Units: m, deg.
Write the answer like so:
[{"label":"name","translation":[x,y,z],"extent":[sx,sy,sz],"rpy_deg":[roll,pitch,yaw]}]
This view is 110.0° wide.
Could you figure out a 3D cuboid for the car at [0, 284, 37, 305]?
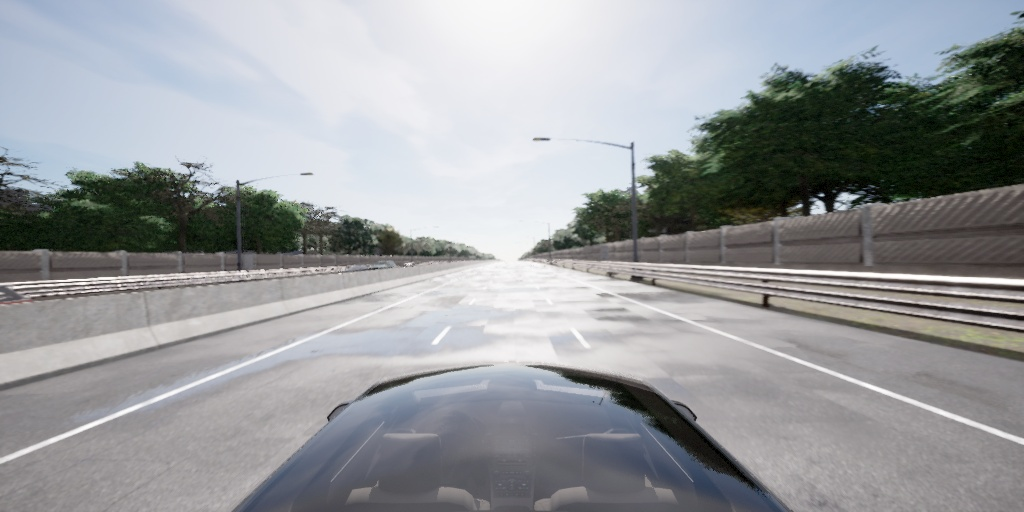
[{"label":"car","translation":[-14.212,1.511,8.134],"extent":[2.097,1.767,4.553],"rpy_deg":[-2,0,0]}]

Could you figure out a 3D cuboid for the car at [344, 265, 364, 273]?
[{"label":"car","translation":[-21.097,2.003,49.046],"extent":[1.882,1.535,5.008],"rpy_deg":[-2,0,1]}]

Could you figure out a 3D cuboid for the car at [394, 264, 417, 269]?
[{"label":"car","translation":[-14.097,1.941,49.061],"extent":[1.895,1.301,4.718],"rpy_deg":[-2,0,1]}]

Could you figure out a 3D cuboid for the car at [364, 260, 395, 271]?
[{"label":"car","translation":[-17.602,1.654,48.999],"extent":[2.150,2.045,5.566],"rpy_deg":[-2,0,1]}]
